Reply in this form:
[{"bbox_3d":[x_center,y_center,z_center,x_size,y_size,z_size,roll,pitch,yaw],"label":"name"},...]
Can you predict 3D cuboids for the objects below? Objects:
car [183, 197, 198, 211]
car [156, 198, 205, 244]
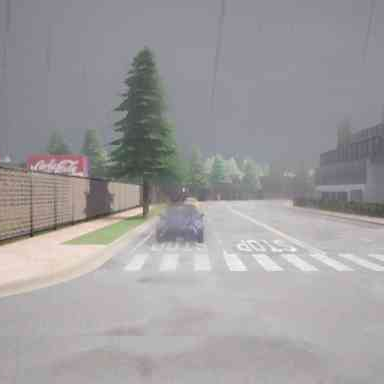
[{"bbox_3d":[-0.135,1.506,42.232,1.882,1.535,5.008,0,0,1],"label":"car"},{"bbox_3d":[-0.477,1.364,15.915,2.097,1.767,4.553,0,0,1],"label":"car"}]
